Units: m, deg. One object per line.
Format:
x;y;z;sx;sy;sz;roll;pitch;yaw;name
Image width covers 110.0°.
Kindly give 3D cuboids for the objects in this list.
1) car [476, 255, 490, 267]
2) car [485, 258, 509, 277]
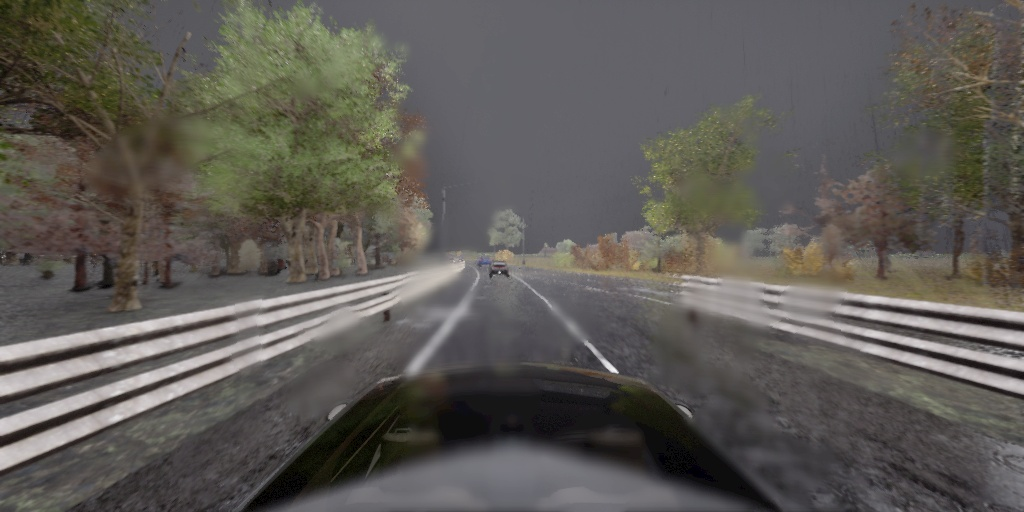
-5.062;0.912;63.990;2.150;2.045;5.566;0;0;-10;car
-1.380;1.256;35.475;1.837;1.490;4.892;0;0;-6;car
